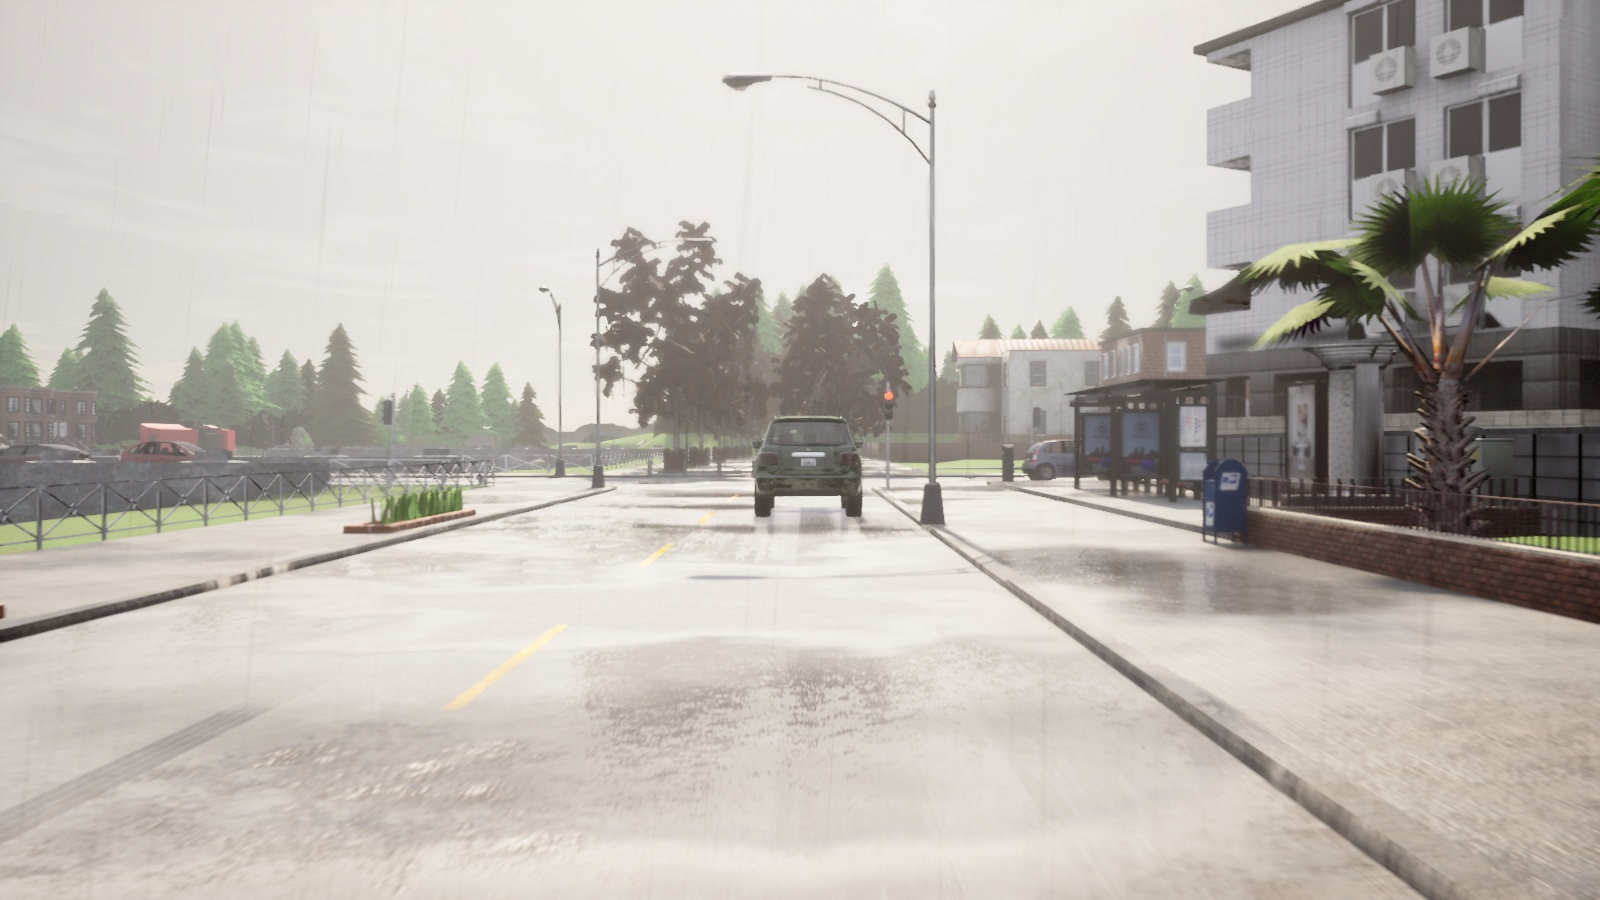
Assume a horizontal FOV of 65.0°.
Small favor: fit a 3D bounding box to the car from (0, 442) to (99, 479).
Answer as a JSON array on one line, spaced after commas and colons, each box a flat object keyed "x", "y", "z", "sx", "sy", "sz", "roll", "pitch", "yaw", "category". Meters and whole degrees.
[{"x": -31.920, "y": 0.428, "z": 51.843, "sx": 4.792, "sy": 1.488, "sz": 2.163, "roll": 0, "pitch": 0, "yaw": 0, "category": "car"}]

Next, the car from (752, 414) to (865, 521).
[{"x": 0.171, "y": 0.315, "z": 26.686, "sx": 2.150, "sy": 2.045, "sz": 5.566, "roll": 0, "pitch": 0, "yaw": 0, "category": "car"}]

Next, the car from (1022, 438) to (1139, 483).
[{"x": 10.604, "y": 0.376, "z": 47.626, "sx": 3.988, "sy": 1.617, "sz": 1.851, "roll": 0, "pitch": 1, "yaw": -2, "category": "car"}]

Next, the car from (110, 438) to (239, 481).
[{"x": -23.770, "y": 0.356, "z": 47.800, "sx": 3.988, "sy": 1.617, "sz": 1.851, "roll": 0, "pitch": 0, "yaw": 0, "category": "car"}]
